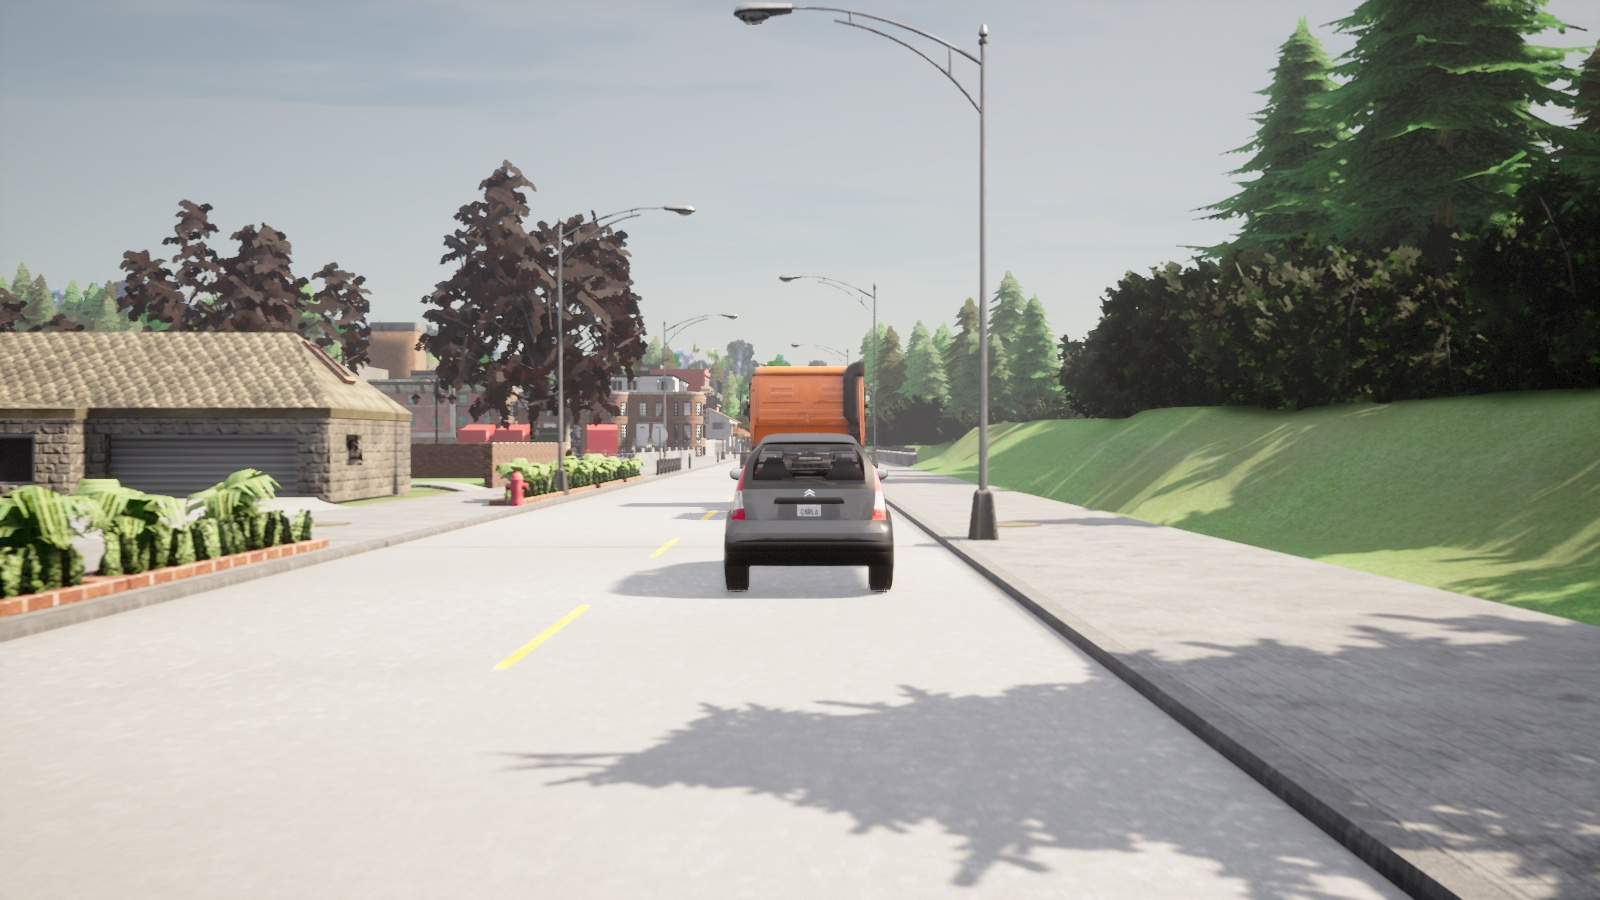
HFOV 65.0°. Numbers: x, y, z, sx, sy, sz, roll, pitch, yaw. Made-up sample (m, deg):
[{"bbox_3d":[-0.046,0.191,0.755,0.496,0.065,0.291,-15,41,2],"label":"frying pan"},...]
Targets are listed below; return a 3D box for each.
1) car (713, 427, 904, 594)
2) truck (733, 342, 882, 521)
[{"bbox_3d":[0.095,0.575,14.193,1.851,1.617,3.988,0,0,0],"label":"car"},{"bbox_3d":[0.166,-0.374,28.301,2.891,3.462,7.936,0,0,0],"label":"truck"}]
